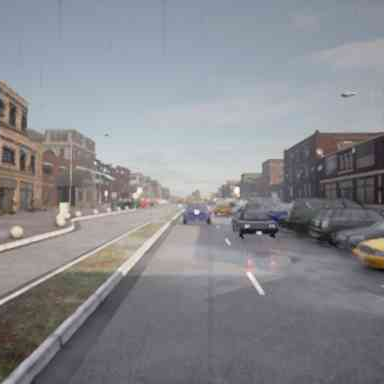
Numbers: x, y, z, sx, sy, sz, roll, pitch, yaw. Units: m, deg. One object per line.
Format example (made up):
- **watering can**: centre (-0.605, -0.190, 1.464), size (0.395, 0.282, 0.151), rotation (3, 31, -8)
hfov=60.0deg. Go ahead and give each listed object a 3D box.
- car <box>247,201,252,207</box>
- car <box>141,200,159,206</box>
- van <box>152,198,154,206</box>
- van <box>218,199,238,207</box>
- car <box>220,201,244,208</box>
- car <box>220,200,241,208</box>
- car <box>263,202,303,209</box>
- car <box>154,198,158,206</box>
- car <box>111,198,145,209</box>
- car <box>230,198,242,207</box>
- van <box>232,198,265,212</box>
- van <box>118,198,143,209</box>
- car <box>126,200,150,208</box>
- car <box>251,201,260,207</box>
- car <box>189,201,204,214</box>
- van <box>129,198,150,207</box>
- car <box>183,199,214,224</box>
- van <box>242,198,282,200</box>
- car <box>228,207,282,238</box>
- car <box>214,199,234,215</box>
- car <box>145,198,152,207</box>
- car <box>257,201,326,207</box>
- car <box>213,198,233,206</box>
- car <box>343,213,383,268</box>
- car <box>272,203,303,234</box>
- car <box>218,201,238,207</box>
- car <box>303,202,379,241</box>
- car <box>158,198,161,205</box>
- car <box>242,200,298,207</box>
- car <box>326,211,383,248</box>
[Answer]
- **car**: centre (8.001, 1.832, 31.615), size (4.792, 1.488, 2.163), rotation (0, -1, 1)
- **car**: centre (-11.712, 3.011, 92.640), size (4.792, 1.488, 2.163), rotation (0, -1, 1)
- **van**: centre (-12.003, 2.520, 78.751), size (4.442, 1.987, 1.878), rotation (0, -1, 1)
- **van**: centre (8.507, 2.583, 78.483), size (4.442, 1.987, 1.878), rotation (0, -1, 1)
- **car**: centre (8.489, 2.677, 70.205), size (4.792, 1.488, 2.163), rotation (0, -1, 1)
- **car**: centre (8.620, 2.631, 75.722), size (4.553, 1.767, 2.185), rotation (0, -1, 1)
- **car**: centre (7.921, 1.680, 23.348), size (5.008, 1.535, 2.097), rotation (0, -1, 1)
- **car**: centre (-11.812, 2.547, 81.648), size (5.566, 2.045, 2.435), rotation (0, -1, 1)
- **car**: centre (-12.194, 2.154, 62.083), size (5.566, 2.045, 2.435), rotation (0, -1, 1)
- **car**: centre (8.142, 1.764, 42.645), size (5.566, 2.045, 2.435), rotation (0, -1, 1)
- **van**: centre (8.124, 1.918, 48.155), size (4.442, 1.987, 1.878), rotation (0, -1, 1)
- **van**: centre (-12.000, 2.242, 64.856), size (4.442, 1.987, 1.878), rotation (0, -1, 1)
- **car**: centre (-11.967, 2.644, 73.311), size (4.892, 1.521, 2.231), rotation (0, -1, 1)
- **car**: centre (8.002, 1.759, 28.860), size (4.892, 1.521, 2.231), rotation (0, -1, 1)
- **car**: centre (0.621, 1.990, 43.086), size (1.882, 1.535, 5.008), rotation (0, -1, 1)
- **van**: centre (-12.046, 2.471, 76.098), size (4.442, 1.987, 1.878), rotation (0, -1, 1)
- **car**: centre (0.403, 1.575, 26.802), size (2.097, 1.767, 4.553), rotation (0, -1, 1)
- **van**: centre (8.215, 1.674, 37.007), size (4.442, 1.987, 1.878), rotation (0, -1, 1)
- **car**: centre (3.323, 1.731, 18.488), size (1.895, 1.301, 4.718), rotation (0, -1, 1)
- **car**: centre (3.595, 1.945, 40.149), size (1.882, 1.535, 5.008), rotation (0, -1, 1)
- **car**: centre (-12.050, 2.333, 70.417), size (5.566, 2.045, 2.435), rotation (0, -1, 1)
- **car**: centre (7.966, 1.718, 26.104), size (4.892, 1.521, 2.231), rotation (0, -1, 1)
- **car**: centre (8.805, 2.840, 95.027), size (5.566, 2.045, 2.435), rotation (0, -1, 1)
- **car**: centre (7.565, 1.545, 9.572), size (5.366, 1.575, 1.946), rotation (0, 0, 1)
- **car**: centre (7.895, 1.646, 20.593), size (5.008, 1.535, 2.097), rotation (0, -1, 1)
- **car**: centre (8.655, 2.900, 81.235), size (4.674, 1.452, 2.002), rotation (0, -1, 1)
- **car**: centre (7.789, 1.465, 15.084), size (4.553, 1.767, 2.185), rotation (0, -1, 1)
- **car**: centre (-11.718, 2.937, 89.860), size (5.008, 1.535, 2.097), rotation (0, -1, 1)
- **car**: centre (8.071, 1.850, 34.370), size (5.008, 1.535, 2.097), rotation (0, -1, 1)
- **car**: centre (7.789, 1.608, 12.327), size (4.674, 1.452, 2.002), rotation (0, -1, 1)
